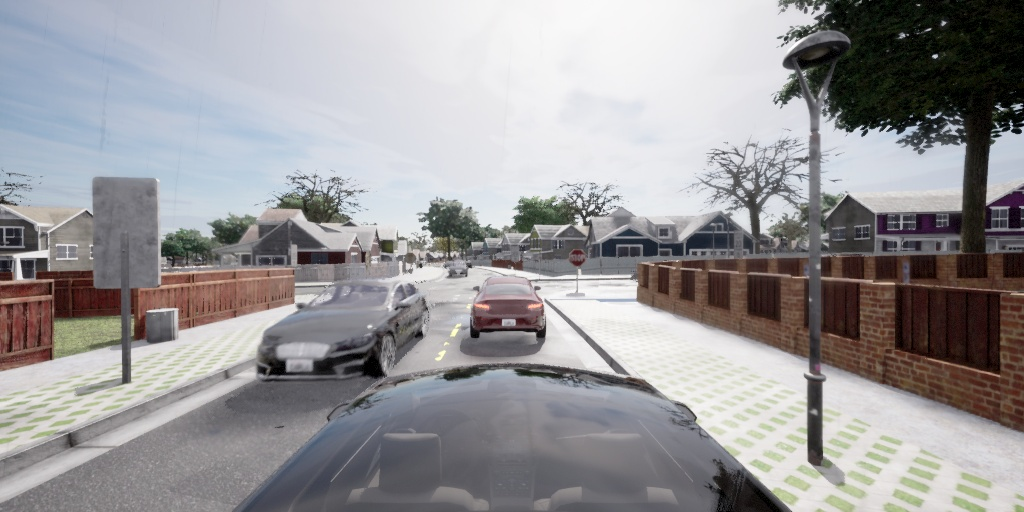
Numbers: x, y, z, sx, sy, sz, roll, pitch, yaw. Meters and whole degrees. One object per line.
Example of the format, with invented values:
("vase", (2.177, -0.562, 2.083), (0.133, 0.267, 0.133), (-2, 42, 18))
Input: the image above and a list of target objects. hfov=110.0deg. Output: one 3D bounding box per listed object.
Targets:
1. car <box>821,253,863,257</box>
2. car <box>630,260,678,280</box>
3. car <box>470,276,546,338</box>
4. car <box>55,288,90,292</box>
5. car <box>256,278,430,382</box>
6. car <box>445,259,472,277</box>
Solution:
("car", (20.979, 0.621, 23.848), (4.553, 1.767, 2.097), (-1, 0, 6))
("car", (10.577, 1.017, 24.655), (4.674, 1.442, 1.812), (-1, 1, 3))
("car", (-0.133, 1.280, 10.065), (1.812, 1.442, 4.674), (0, 0, -2))
("car", (-25.007, 1.940, 19.434), (4.718, 1.301, 1.895), (-1, 1, -11))
("car", (-2.983, 1.243, 7.381), (2.128, 1.511, 4.902), (0, 0, -2))
("car", (-5.518, 1.352, 37.111), (2.128, 1.511, 4.902), (0, 0, -8))
